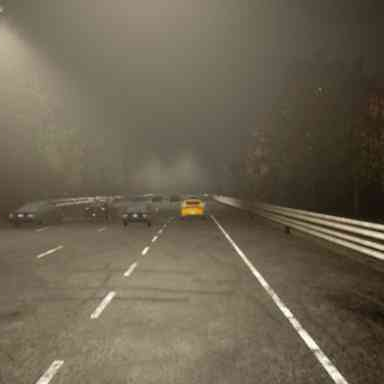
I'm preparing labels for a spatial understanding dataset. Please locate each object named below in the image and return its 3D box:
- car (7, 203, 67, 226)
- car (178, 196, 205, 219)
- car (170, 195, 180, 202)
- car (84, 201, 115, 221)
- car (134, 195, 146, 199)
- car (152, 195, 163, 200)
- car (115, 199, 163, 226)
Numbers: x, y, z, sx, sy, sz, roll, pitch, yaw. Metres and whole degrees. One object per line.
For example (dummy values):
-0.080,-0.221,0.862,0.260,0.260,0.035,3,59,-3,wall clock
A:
-10.456,1.473,22.828,2.033,1.411,5.357,0,0,1,car
0.083,1.386,27.906,1.882,1.535,5.008,0,0,0,car
-3.425,1.267,67.907,1.882,1.535,5.008,0,0,0,car
-6.928,1.408,26.043,2.128,1.511,4.902,0,0,0,car
-10.443,1.339,67.273,2.033,1.411,5.357,0,0,0,car
-6.923,1.282,67.575,2.128,1.511,4.902,0,0,0,car
-3.455,1.472,22.814,2.033,1.411,5.357,0,0,1,car
